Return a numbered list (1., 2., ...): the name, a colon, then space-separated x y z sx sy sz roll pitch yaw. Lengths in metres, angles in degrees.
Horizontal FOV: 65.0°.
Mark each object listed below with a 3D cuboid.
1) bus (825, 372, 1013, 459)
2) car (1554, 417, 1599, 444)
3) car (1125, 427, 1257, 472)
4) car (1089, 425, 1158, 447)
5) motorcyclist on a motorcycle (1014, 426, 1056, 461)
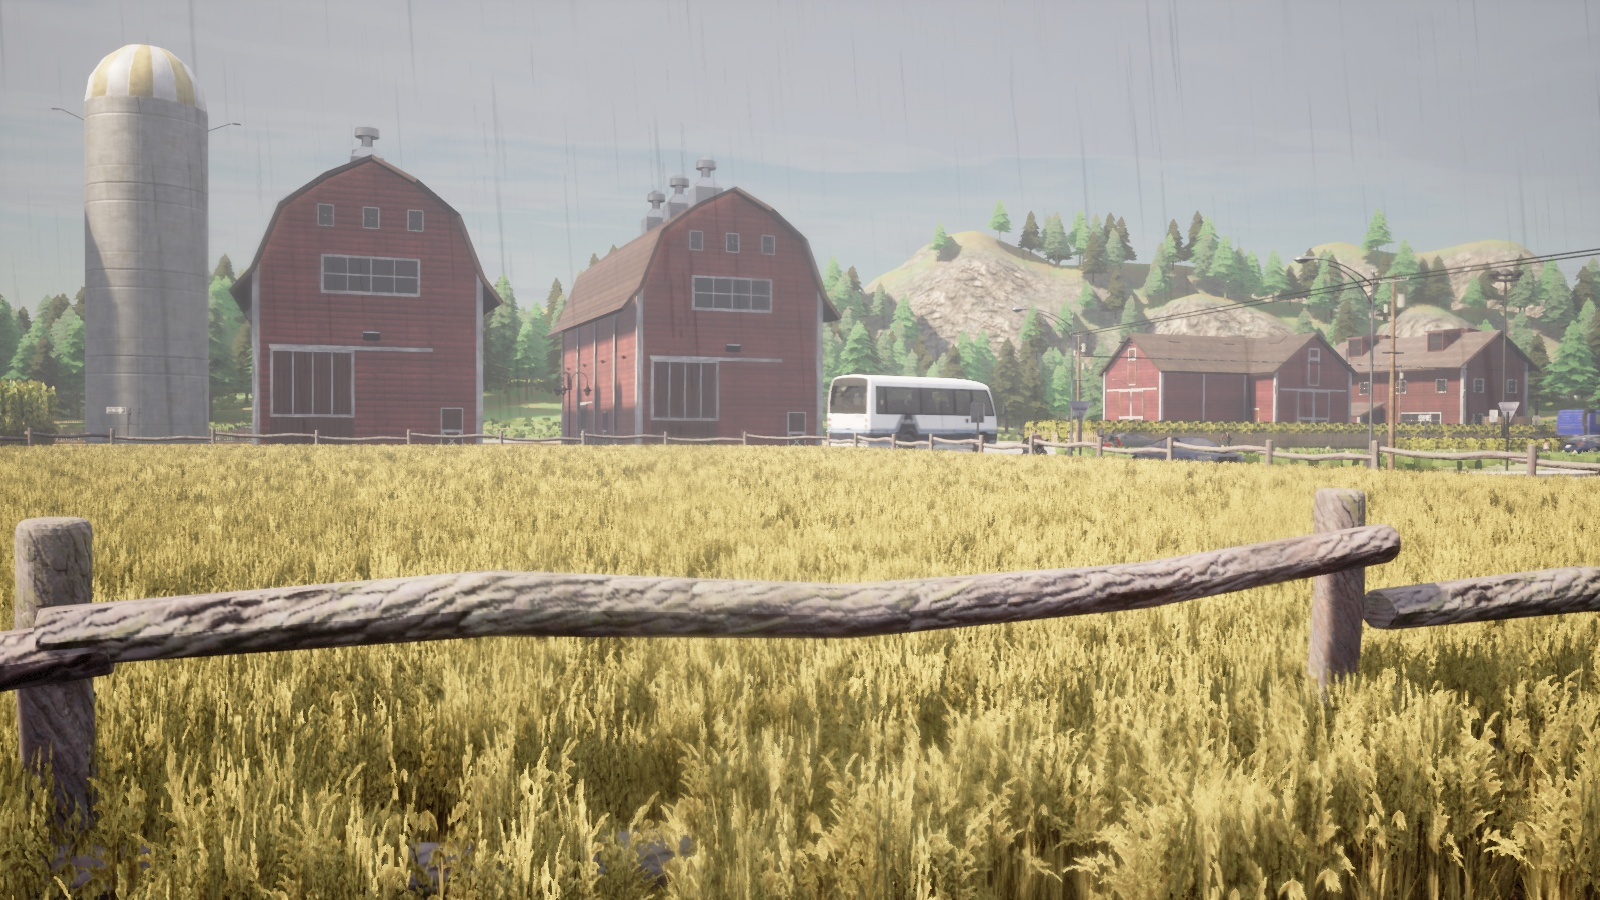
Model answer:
1. bus: 6.467 -1.848 66.655 10.273 4.253 3.944 -2 2 -41
2. car: 47.193 -1.173 73.650 4.792 1.488 2.163 -1 1 -8
3. car: 12.848 -0.036 41.495 1.994 1.385 4.181 -1 1 -21
4. car: 22.239 -0.968 86.295 4.181 1.385 1.994 -1 1 -17
5. motorcyclist on a motorcycle: 10.658 -0.307 56.971 0.866 1.530 2.191 -1 1 -21
